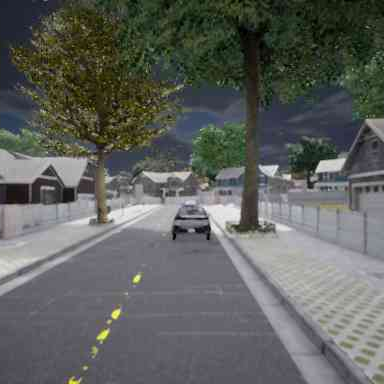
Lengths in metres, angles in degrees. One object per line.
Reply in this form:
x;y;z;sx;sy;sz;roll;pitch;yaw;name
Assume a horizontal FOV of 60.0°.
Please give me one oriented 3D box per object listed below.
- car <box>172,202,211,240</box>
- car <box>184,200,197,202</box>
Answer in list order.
-0.030;1.508;17.220;2.128;1.511;4.902;0;0;0;car
-0.168;1.569;35.014;1.812;1.442;4.674;0;0;0;car
